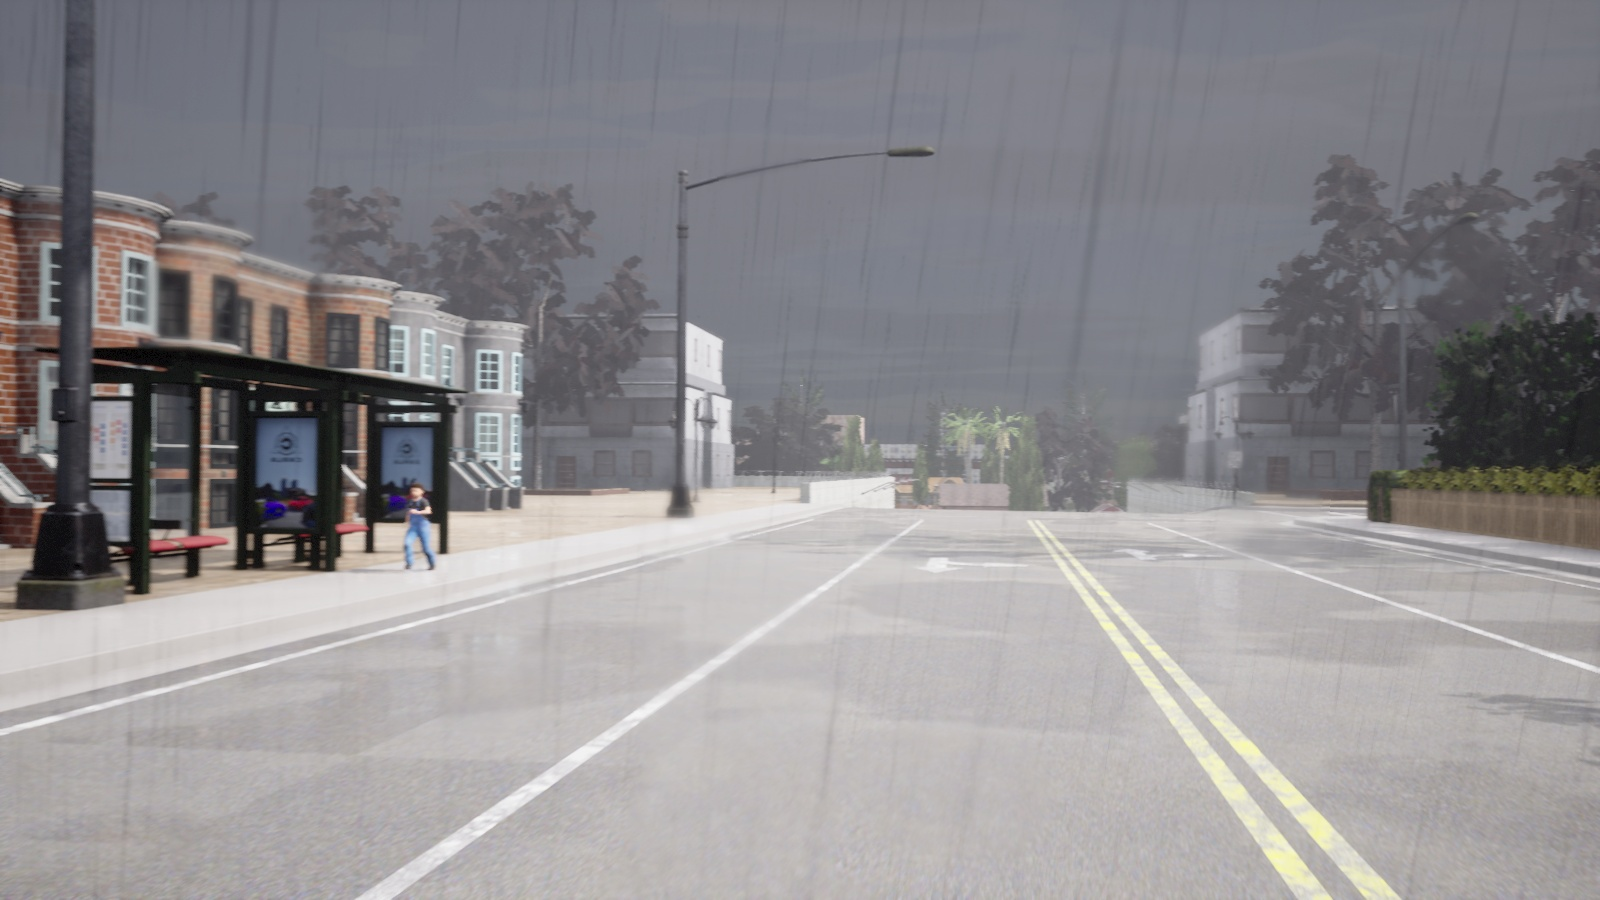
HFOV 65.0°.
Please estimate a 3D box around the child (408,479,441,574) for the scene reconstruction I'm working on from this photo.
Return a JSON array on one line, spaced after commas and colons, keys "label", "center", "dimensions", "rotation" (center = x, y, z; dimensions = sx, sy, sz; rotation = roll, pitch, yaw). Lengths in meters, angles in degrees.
[{"label": "child", "center": [-5.088, 1.032, 17.013], "dimensions": [0.270, 1.263, 0.437], "rotation": [0, -1, 8]}]
